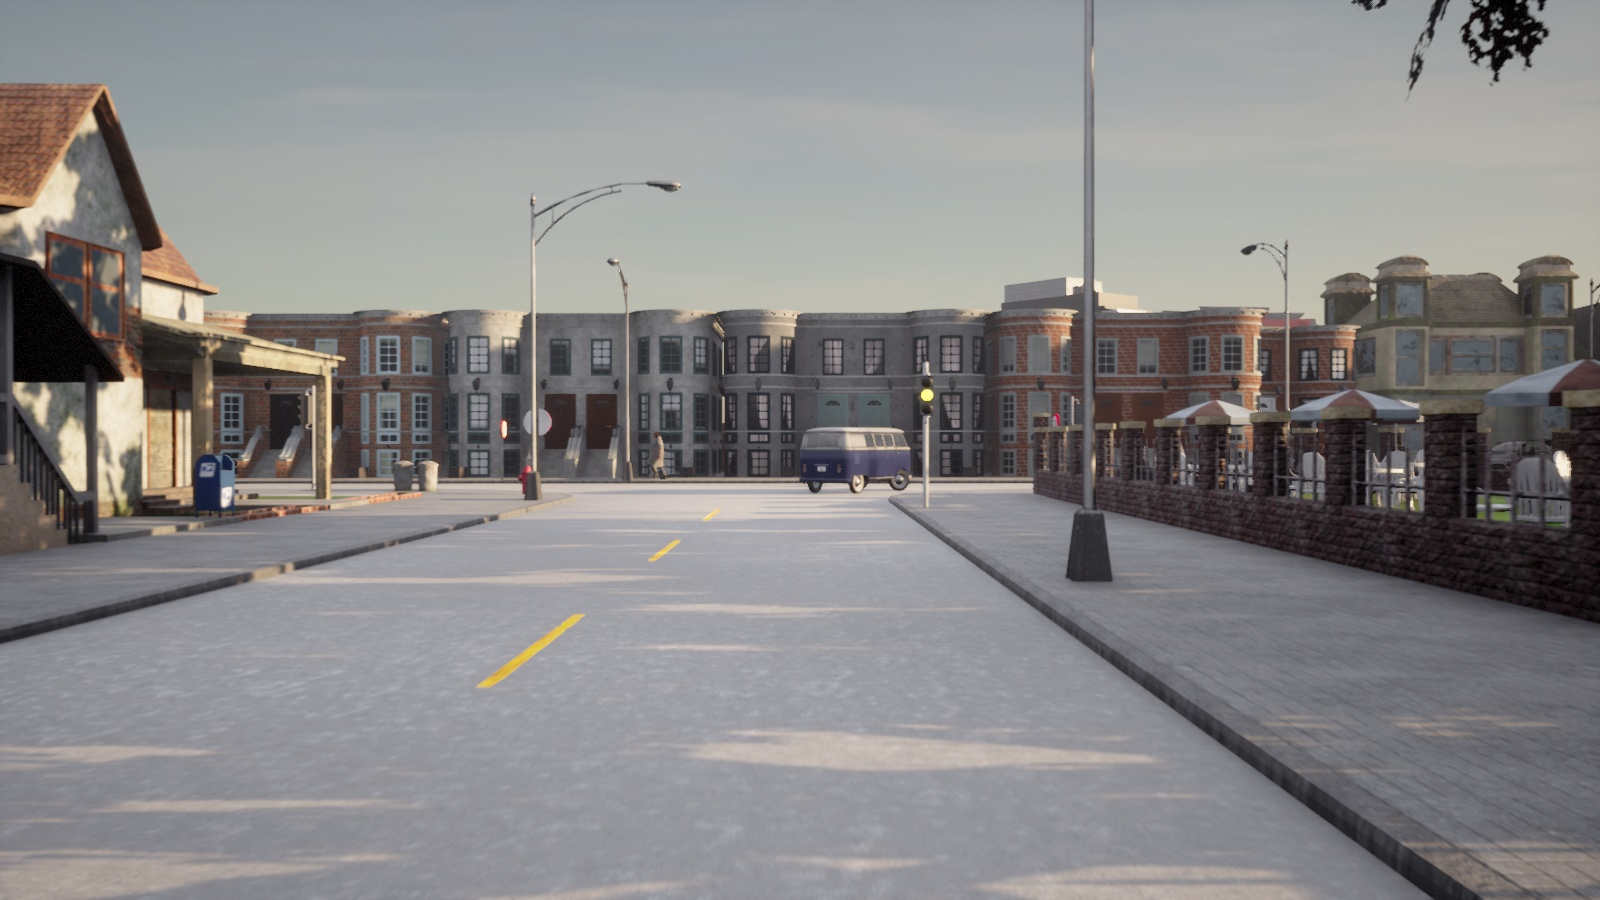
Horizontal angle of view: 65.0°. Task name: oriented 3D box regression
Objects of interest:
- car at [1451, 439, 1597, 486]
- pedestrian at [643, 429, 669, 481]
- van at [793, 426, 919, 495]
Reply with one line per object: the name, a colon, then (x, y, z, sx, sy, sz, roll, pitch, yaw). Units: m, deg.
car: (25.174, 0.418, 43.752, 3.988, 1.617, 1.851, 0, 0, 0)
pedestrian: (-5.447, 0.183, 47.655, 0.873, 1.952, 0.659, 0, 0, 3)
van: (1.779, 0.285, 38.290, 1.775, 1.987, 4.442, 0, 0, 34)
